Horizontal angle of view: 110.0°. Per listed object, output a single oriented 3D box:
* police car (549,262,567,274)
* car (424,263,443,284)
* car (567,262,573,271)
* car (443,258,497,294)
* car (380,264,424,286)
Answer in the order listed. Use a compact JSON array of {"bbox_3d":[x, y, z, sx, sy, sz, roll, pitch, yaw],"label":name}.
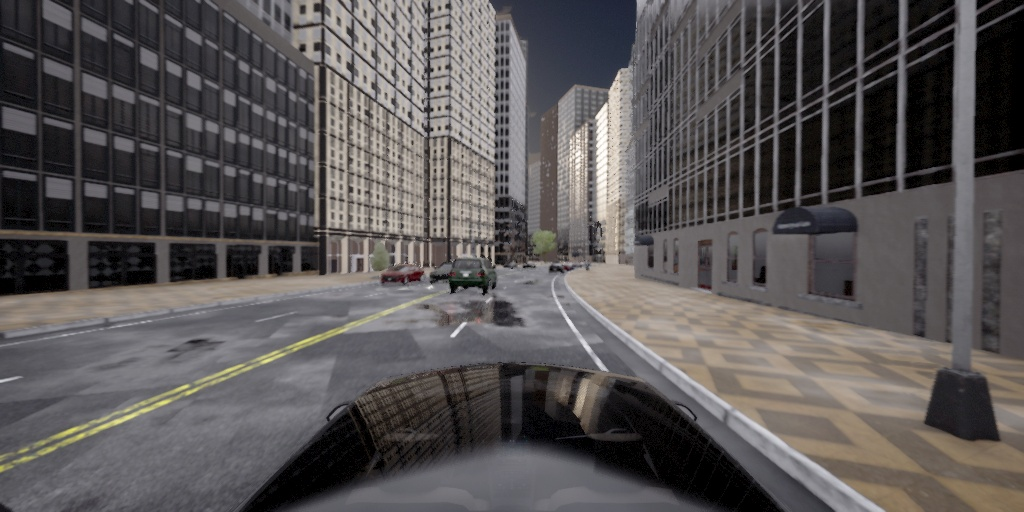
[{"bbox_3d":[6.391,1.642,51.299,1.930,1.638,5.238,0,0,12],"label":"police car"},{"bbox_3d":[-4.992,1.294,28.581,2.097,1.767,4.553,0,0,7],"label":"car"},{"bbox_3d":[8.670,1.792,60.668,1.882,1.535,5.008,0,0,15],"label":"car"},{"bbox_3d":[-2.243,1.126,21.783,2.150,2.045,5.566,0,0,5],"label":"car"},{"bbox_3d":[-8.365,1.391,27.785,1.882,1.535,5.008,0,0,7],"label":"car"}]
